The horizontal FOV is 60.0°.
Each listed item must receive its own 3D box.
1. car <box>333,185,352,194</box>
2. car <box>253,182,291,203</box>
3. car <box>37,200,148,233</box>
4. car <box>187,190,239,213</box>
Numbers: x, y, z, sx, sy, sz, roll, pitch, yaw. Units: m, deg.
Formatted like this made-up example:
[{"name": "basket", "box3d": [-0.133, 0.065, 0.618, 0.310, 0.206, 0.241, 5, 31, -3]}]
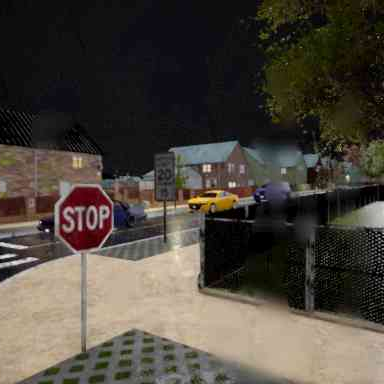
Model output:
[{"name": "car", "box3d": [21.194, -0.299, 46.527, 1.994, 1.385, 4.181, -1, 2, 36]}, {"name": "car", "box3d": [8.180, 0.011, 33.508, 2.150, 2.045, 5.566, -1, 2, 36]}, {"name": "car", "box3d": [-4.481, 1.111, 15.916, 2.033, 1.411, 5.357, -1, 2, 35]}, {"name": "car", "box3d": [1.615, 0.664, 24.408, 1.882, 1.535, 5.008, -1, 2, 36]}]
